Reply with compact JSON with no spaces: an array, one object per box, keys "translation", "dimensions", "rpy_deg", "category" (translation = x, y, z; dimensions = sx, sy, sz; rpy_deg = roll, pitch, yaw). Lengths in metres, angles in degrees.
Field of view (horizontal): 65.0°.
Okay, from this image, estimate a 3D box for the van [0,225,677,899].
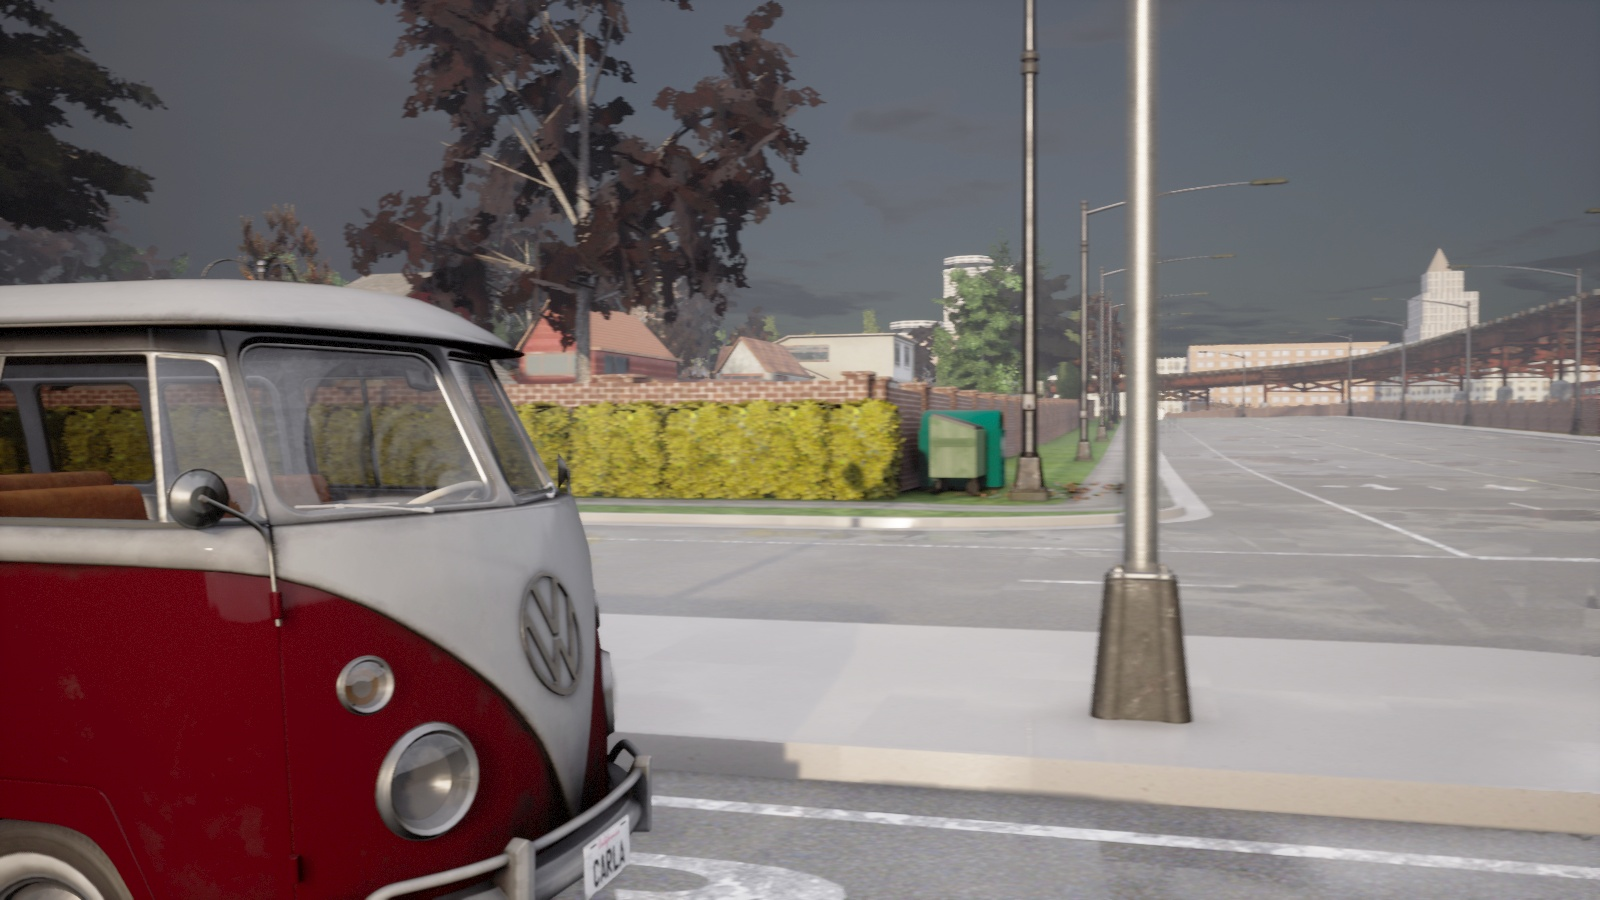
[{"translation":[-2.801,0.490,4.003],"dimensions":[4.442,1.987,1.775],"rpy_deg":[1,1,15],"category":"van"}]
